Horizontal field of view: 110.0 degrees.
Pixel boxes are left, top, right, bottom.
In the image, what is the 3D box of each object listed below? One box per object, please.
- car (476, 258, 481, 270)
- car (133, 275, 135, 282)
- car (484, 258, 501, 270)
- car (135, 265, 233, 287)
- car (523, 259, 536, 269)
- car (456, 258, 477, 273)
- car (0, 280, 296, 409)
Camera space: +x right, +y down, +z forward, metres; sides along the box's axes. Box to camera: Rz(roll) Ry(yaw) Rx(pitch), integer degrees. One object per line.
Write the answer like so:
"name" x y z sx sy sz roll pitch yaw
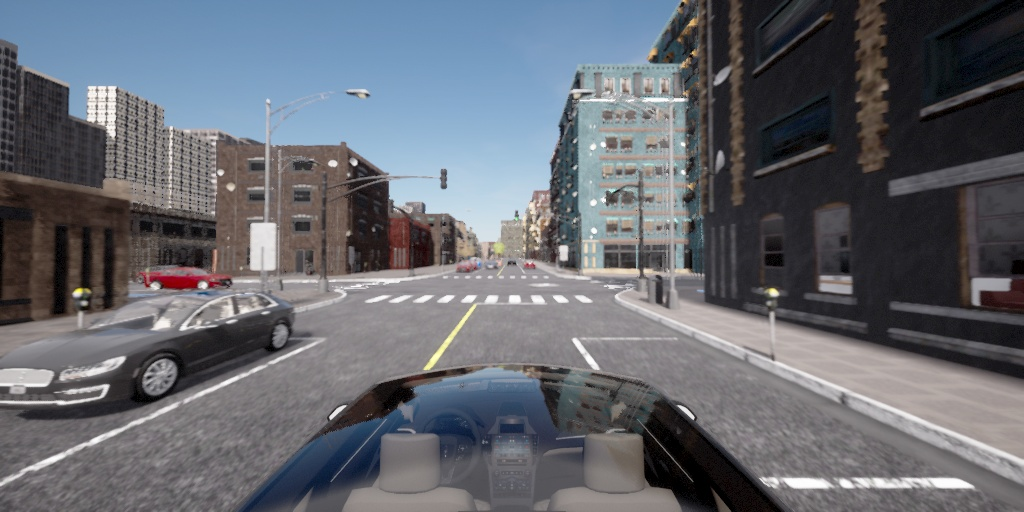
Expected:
"car" -5.706 1.329 49.945 1.888 1.381 4.507 0 0 0
"car" -29.323 1.525 30.279 4.097 1.591 1.967 0 0 1
"car" -3.071 1.312 53.770 1.812 1.442 4.674 0 0 0
"car" -19.301 1.377 21.551 4.507 1.381 1.888 0 0 1
"car" 2.674 1.228 55.696 1.967 1.591 4.097 0 0 0
"car" -5.780 1.325 44.264 1.888 1.381 4.507 0 0 0
"car" -5.692 1.304 6.308 2.007 1.370 4.403 0 0 0
